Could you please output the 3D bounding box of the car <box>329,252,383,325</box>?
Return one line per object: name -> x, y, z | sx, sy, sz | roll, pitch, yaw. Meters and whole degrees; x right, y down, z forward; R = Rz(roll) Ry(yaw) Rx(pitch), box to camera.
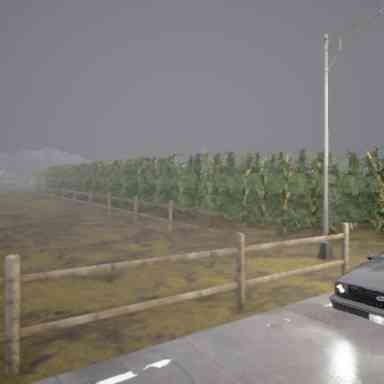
car -> 5.021, 1.557, 6.589 | 5.357, 1.411, 2.033 | 0, 0, -35
